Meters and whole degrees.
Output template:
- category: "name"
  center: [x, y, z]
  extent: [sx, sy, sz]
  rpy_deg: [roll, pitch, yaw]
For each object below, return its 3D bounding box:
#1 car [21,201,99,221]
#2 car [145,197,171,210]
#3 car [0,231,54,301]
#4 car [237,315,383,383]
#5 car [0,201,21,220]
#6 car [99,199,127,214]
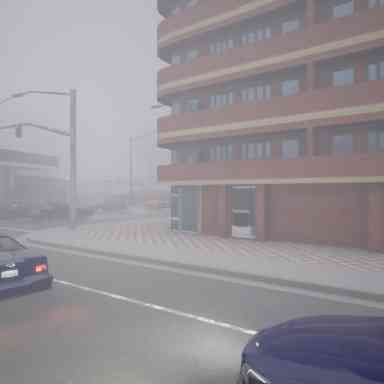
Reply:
- category: "car"
  center: [-10.546, 1.552, 27.048]
  extent: [2.033, 1.411, 5.357]
  rpy_deg: [0, 0, 34]
- category: "car"
  center: [-4.011, 1.389, 43.221]
  extent: [2.097, 1.767, 4.553]
  rpy_deg: [0, 0, 34]
- category: "car"
  center: [-5.305, 1.545, 7.672]
  extent: [5.357, 1.411, 2.033]
  rpy_deg: [0, 0, 38]
- category: "car"
  center: [2.548, 1.536, 2.176]
  extent: [4.674, 1.442, 1.812]
  rpy_deg: [0, 0, 35]
- category: "car"
  center: [-14.393, 1.523, 27.967]
  extent: [1.812, 1.442, 4.674]
  rpy_deg: [0, 0, 34]
- category: "car"
  center: [-9.202, 1.494, 35.609]
  extent: [1.882, 1.535, 5.008]
  rpy_deg: [0, 0, 34]
